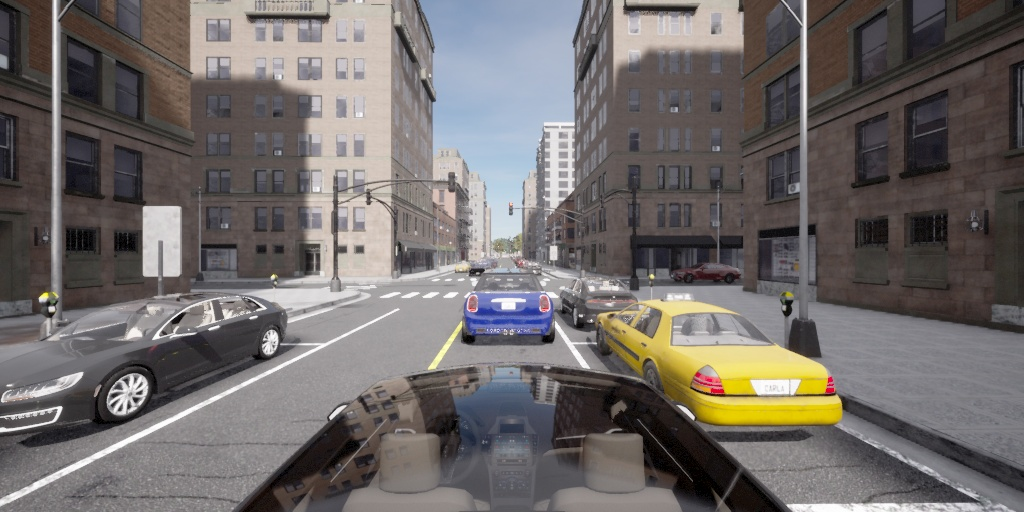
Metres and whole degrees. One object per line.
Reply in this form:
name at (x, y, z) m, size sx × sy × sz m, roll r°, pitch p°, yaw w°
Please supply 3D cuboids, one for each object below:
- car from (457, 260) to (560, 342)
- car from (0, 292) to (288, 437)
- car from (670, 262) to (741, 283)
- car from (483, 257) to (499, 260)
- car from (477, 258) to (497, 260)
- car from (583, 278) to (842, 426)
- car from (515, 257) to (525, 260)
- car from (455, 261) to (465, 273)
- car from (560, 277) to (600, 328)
car at (-0.085, 1.102, 9.885) m, size 2.097 × 1.767 × 4.553 m, roll 0°, pitch 0°, yaw 0°
car at (-5.429, 1.300, 5.625) m, size 2.007 × 1.370 × 4.403 m, roll 0°, pitch 0°, yaw -1°
car at (13.930, 1.186, 25.907) m, size 4.674 × 1.442 × 1.812 m, roll 0°, pitch 0°, yaw 1°
car at (-3.497, 1.308, 56.270) m, size 1.994 × 1.385 × 4.181 m, roll 0°, pitch 0°, yaw -1°
car at (-3.380, 1.294, 46.264) m, size 2.033 × 1.411 × 5.357 m, roll 0°, pitch 0°, yaw 0°
car at (2.602, 1.275, 5.894) m, size 1.751 × 1.417 × 4.829 m, roll 0°, pitch 0°, yaw -1°
car at (1.925, 1.182, 60.729) m, size 1.967 × 1.591 × 4.097 m, roll 0°, pitch 0°, yaw -1°
car at (-5.889, 1.272, 43.415) m, size 1.751 × 1.417 × 4.829 m, roll 0°, pitch 0°, yaw -1°
car at (2.533, 1.300, 11.130) m, size 2.007 × 1.370 × 4.403 m, roll 0°, pitch 0°, yaw -1°
